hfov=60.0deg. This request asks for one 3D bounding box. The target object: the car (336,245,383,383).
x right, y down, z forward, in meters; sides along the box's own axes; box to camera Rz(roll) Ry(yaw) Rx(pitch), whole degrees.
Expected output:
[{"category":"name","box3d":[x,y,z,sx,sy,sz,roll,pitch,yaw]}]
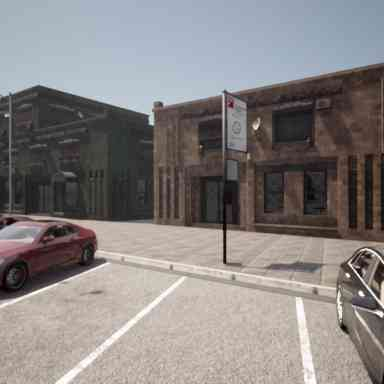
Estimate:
[{"category":"car","box3d":[2.970,1.487,3.976,2.231,1.521,4.892,1,-1,15]}]

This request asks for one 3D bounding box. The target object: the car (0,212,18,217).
[{"category":"car","box3d":[-6.817,1.517,10.906,2.163,1.488,4.792,1,-1,16]}]

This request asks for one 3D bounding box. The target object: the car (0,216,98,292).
[{"category":"car","box3d":[-4.365,1.527,9.192,2.002,1.452,4.674,1,-1,16]}]
